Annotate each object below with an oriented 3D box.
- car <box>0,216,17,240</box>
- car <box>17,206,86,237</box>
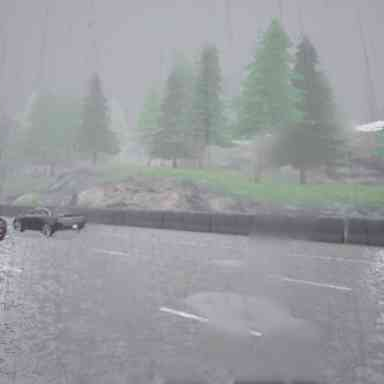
[{"bbox_3d":[-10.675,1.543,15.911,4.892,1.490,1.837,0,0,36],"label":"car"},{"bbox_3d":[-7.885,1.528,18.220,4.902,1.511,2.128,0,0,36],"label":"car"}]
